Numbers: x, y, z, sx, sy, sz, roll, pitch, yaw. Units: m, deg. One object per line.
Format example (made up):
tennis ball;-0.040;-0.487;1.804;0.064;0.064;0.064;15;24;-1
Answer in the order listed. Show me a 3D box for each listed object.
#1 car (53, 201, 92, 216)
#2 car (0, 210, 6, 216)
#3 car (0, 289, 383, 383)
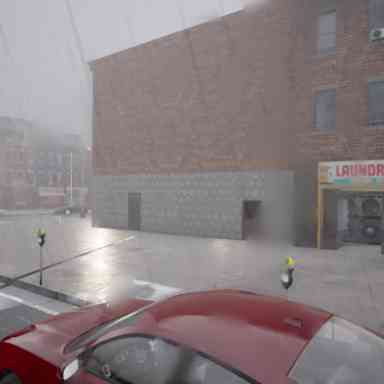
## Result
car;-13.533;1.867;38.328;1.837;1.490;4.892;1;0;36
car;-19.608;1.826;29.908;1.895;1.301;4.718;1;0;37
car;0.102;1.544;2.727;4.507;1.381;1.887;0;1;36
